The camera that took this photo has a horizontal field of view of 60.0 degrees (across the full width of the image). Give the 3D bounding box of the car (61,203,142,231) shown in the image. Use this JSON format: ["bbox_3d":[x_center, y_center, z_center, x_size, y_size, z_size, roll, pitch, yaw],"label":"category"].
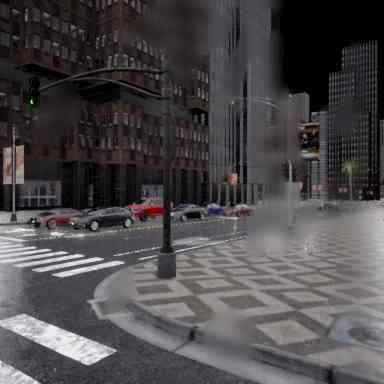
[{"bbox_3d":[-5.982,1.748,22.542,1.837,1.490,4.892,0,-1,35],"label":"car"}]

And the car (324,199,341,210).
[{"bbox_3d":[26.071,2.507,62.283,1.837,1.490,4.892,0,-1,35],"label":"car"}]

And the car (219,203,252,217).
[{"bbox_3d":[5.379,2.057,38.735,1.812,1.442,4.674,0,-1,35],"label":"car"}]

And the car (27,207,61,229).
[{"bbox_3d":[-9.271,1.787,23.497,1.994,1.385,4.181,0,-1,36],"label":"car"}]

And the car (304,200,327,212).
[{"bbox_3d":[19.350,2.372,52.712,2.033,1.411,5.357,0,-1,35],"label":"car"}]

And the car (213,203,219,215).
[{"bbox_3d":[1.947,2.033,39.520,1.812,1.442,4.674,0,-1,35],"label":"car"}]

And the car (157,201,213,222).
[{"bbox_3d":[-0.508,1.873,30.352,2.128,1.511,4.902,0,-1,35],"label":"car"}]

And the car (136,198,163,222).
[{"bbox_3d":[-3.982,1.579,31.057,2.150,2.045,5.566,0,-1,35],"label":"car"}]
